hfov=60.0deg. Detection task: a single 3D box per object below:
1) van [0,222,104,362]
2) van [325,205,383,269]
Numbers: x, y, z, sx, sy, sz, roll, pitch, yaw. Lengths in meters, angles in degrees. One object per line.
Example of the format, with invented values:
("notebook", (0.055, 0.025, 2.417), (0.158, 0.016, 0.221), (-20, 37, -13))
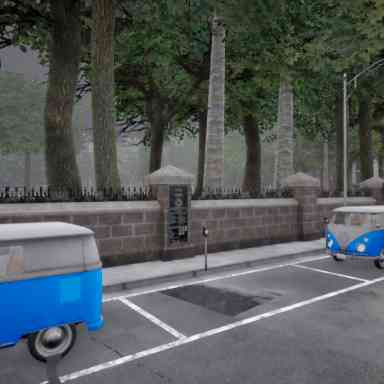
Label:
("van", (-3.178, 1.341, 4.267), (3.998, 1.788, 1.690), (0, 0, -36))
("van", (6.027, 1.337, 10.848), (3.998, 1.788, 1.690), (0, 0, -36))
